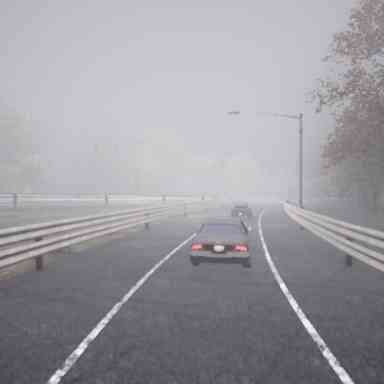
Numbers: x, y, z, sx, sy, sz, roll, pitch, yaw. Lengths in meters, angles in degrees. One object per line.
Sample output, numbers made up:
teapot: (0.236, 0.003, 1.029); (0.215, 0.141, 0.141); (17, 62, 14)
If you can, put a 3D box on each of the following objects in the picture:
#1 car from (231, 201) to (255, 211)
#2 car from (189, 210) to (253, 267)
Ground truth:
car: (4.688, 1.620, 30.951); (1.837, 1.490, 4.892); (0, 0, 13)
car: (1.081, 1.588, 11.602); (2.033, 1.411, 5.357); (0, 0, 8)
